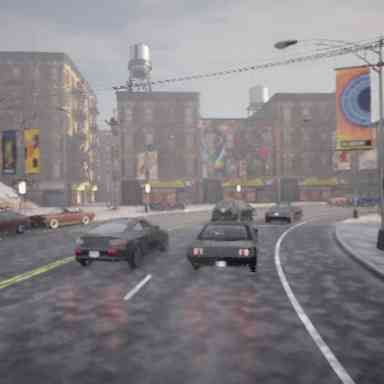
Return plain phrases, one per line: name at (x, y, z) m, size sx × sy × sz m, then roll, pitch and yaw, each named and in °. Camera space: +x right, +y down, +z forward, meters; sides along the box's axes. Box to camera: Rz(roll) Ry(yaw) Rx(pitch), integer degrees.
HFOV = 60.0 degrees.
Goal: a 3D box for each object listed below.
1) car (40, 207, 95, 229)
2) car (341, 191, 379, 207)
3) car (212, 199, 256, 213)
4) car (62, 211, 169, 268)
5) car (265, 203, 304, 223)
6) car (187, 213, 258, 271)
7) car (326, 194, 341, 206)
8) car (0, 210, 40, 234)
car at (-9.242, 1.783, 23.778) m, size 1.895 × 1.301 × 4.718 m, roll -1°, pitch 0°, yaw 26°
car at (23.988, 0.924, 45.676) m, size 5.566 × 2.045 × 2.150 m, roll -1°, pitch 0°, yaw -13°
car at (3.297, 1.344, 25.530) m, size 2.097 × 1.767 × 4.553 m, roll -1°, pitch 0°, yaw 30°
car at (-2.216, 1.582, 11.498) m, size 1.812 × 1.442 × 4.674 m, roll -1°, pitch -1°, yaw 13°
car at (6.962, 1.498, 24.850) m, size 1.994 × 1.385 × 4.181 m, roll -1°, pitch 0°, yaw 32°
car at (1.222, 1.601, 10.928) m, size 1.895 × 1.301 × 4.718 m, roll -1°, pitch 0°, yaw 12°
car at (21.980, 1.090, 48.650) m, size 4.553 × 1.767 × 2.097 m, roll -1°, pitch 0°, yaw -15°
car at (-11.061, 1.727, 18.344) m, size 2.002 × 1.452 × 4.674 m, roll -1°, pitch 0°, yaw 16°
